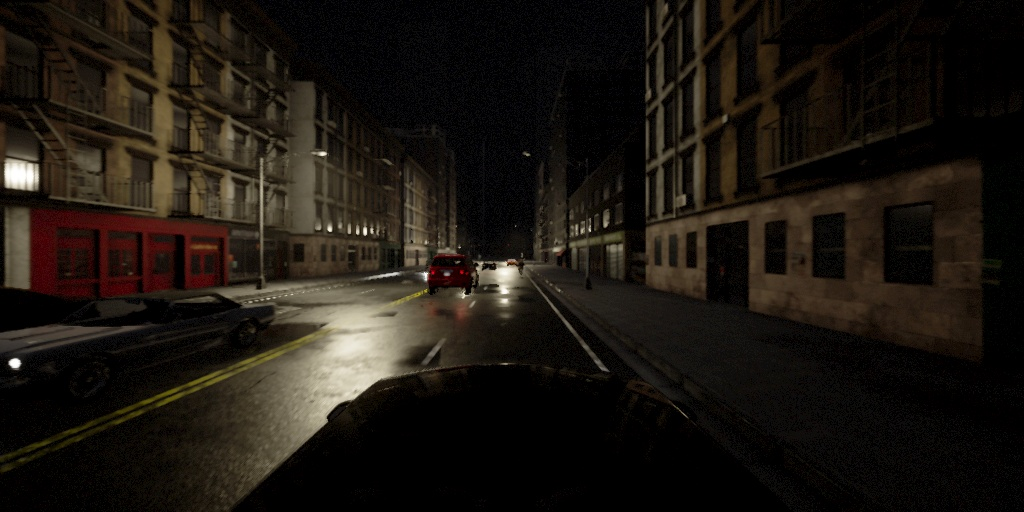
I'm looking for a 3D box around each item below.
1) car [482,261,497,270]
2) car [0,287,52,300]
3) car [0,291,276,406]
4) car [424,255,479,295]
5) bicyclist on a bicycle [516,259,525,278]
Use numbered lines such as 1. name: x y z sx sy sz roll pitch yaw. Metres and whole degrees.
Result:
1. car: -3.175 1.351 51.172 1.895 1.301 4.718 0 0 0
2. car: -9.852 1.226 5.607 1.882 1.535 5.008 0 0 0
3. car: -6.604 1.350 6.383 1.895 1.301 4.718 0 0 0
4. car: -3.159 0.969 20.069 2.150 2.045 5.566 0 0 0
5. bicyclist on a bicycle: 0.877 1.119 33.529 0.659 1.776 1.843 0 0 0
